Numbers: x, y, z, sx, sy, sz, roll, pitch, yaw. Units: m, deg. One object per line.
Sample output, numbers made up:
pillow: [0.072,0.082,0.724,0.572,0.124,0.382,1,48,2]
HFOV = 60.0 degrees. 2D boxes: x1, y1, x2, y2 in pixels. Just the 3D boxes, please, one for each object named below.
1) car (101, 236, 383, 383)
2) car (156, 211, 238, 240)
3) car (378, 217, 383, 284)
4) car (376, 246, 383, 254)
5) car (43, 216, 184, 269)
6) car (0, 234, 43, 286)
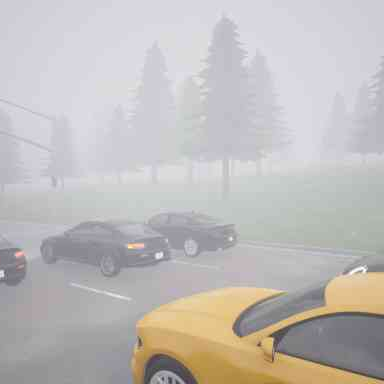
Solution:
car: [1.655,1.478,2.812,5.008,1.535,1.882,0,0,36]
car: [-0.654,1.478,13.022,5.008,1.535,1.882,0,0,36]
car: [7.150,1.478,7.492,5.008,1.535,1.882,0,0,35]
car: [4.642,1.352,4.980,4.553,1.767,2.097,0,0,36]
car: [-2.739,1.526,10.210,4.674,1.442,1.812,0,0,36]
car: [-5.844,1.526,8.137,4.674,1.442,1.812,0,0,36]
